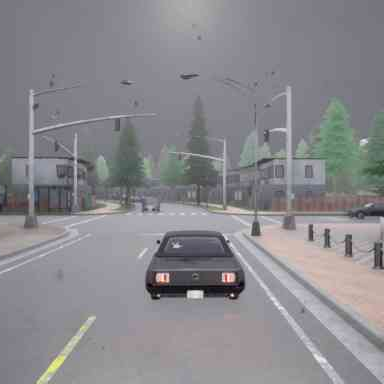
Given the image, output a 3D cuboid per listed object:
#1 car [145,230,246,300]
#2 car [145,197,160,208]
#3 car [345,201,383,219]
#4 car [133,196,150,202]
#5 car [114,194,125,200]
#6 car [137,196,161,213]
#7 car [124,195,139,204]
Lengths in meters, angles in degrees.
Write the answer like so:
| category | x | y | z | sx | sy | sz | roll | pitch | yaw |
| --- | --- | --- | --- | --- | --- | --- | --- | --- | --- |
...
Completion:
| category | x | y | z | sx | sy | sz | roll | pitch | yaw |
| --- | --- | --- | --- | --- | --- | --- | --- | --- | --- |
| car | 0.032 | 1.601 | 8.349 | 1.895 | 1.301 | 4.718 | 0 | 0 | -1 |
| car | -5.954 | 1.469 | 49.579 | 1.837 | 1.490 | 4.892 | 0 | 0 | -12 |
| car | 15.403 | 1.510 | 28.078 | 4.674 | 1.442 | 1.812 | 0 | 0 | 1 |
| car | -10.968 | 1.504 | 71.945 | 1.994 | 1.385 | 4.181 | 0 | 0 | -36 |
| car | -16.972 | 1.321 | 80.005 | 4.674 | 1.442 | 1.812 | 0 | 0 | 45 |
| car | -4.407 | 1.457 | 35.750 | 2.128 | 1.511 | 4.902 | 0 | 0 | -5 |
| car | -11.248 | 1.490 | 65.116 | 1.812 | 1.442 | 4.674 | 0 | 0 | -26 |
